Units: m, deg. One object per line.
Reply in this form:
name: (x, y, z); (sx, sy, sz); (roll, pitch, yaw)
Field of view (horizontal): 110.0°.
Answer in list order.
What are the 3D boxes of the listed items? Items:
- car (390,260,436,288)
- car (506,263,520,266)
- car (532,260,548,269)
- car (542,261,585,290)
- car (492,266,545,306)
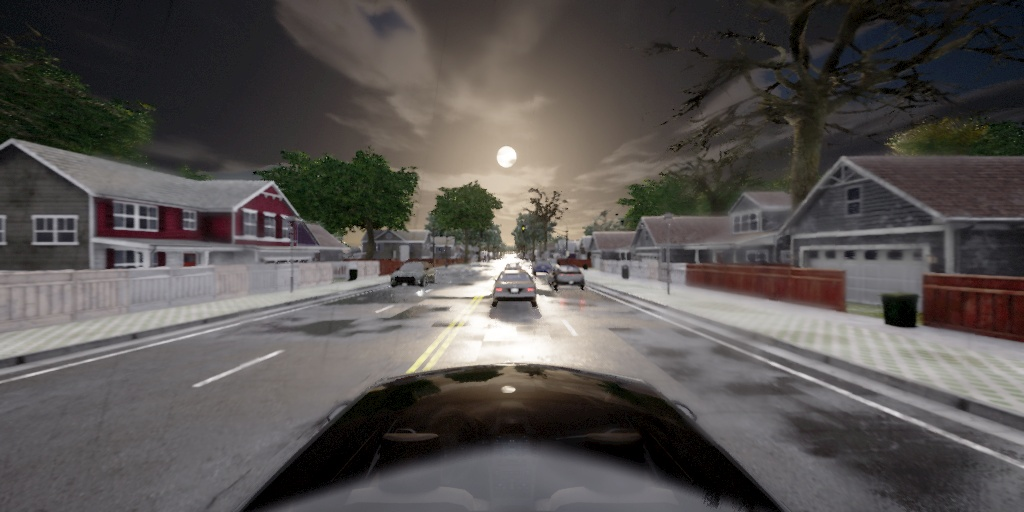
car: (-6.564, 1.160, 24.228); (2.097, 1.767, 4.553); (0, 0, 0)
car: (0.098, 1.388, 36.840); (2.033, 1.411, 5.357); (0, 0, 0)
car: (3.326, 1.203, 40.637); (2.097, 1.767, 4.553); (0, 0, 0)
car: (3.348, 1.298, 22.709); (2.128, 1.511, 4.902); (0, 0, 0)
car: (0.099, 1.335, 15.909); (2.033, 1.411, 5.357); (0, 0, 0)
